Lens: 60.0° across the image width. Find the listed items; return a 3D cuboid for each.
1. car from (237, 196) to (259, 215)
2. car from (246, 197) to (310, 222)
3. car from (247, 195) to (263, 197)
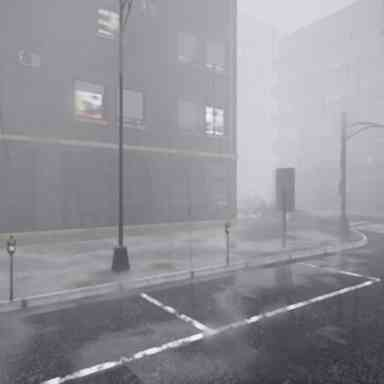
[{"bbox_3d":[3.264,1.244,28.714,1.752,1.417,4.829,1,0,-36],"label":"car"},{"bbox_3d":[6.444,1.345,24.353,2.008,1.369,4.403,1,0,-36],"label":"car"},{"bbox_3d":[6.675,1.090,38.261,1.967,1.590,4.097,1,0,-36],"label":"car"}]
